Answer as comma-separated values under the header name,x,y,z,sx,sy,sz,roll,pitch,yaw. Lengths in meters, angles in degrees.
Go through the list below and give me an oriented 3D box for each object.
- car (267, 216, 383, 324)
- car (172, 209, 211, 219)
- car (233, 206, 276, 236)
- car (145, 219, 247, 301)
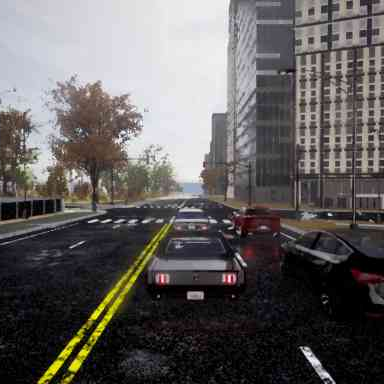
name,x,y,z,sx,sy,sz,roll,pitch,yaw
car,3.341,1.501,7.258,2.163,1.488,4.792,0,0,0
car,-0.016,1.544,16.519,2.033,1.411,5.357,0,0,0
car,3.299,1.474,17.664,1.882,1.535,5.008,0,0,1
car,0.071,1.598,8.279,1.895,1.301,4.718,0,0,0
